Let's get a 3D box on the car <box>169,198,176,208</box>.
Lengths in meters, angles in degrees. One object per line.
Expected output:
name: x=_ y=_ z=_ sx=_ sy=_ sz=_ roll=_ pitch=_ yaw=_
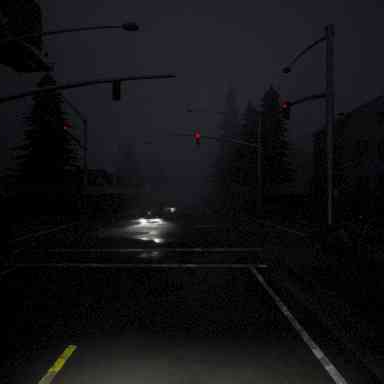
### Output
car: x=-3.441 y=1.564 z=48.609 sx=1.994 sy=1.385 sz=4.181 roll=0 pitch=0 yaw=0

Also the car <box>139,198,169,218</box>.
car: x=-3.519 y=1.491 z=29.882 sx=2.128 sy=1.511 sz=4.902 roll=0 pitch=0 yaw=0

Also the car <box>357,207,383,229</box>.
car: x=11.651 y=1.409 z=17.868 sx=4.718 sy=1.301 sz=1.895 roll=0 pitch=0 yaw=-2
